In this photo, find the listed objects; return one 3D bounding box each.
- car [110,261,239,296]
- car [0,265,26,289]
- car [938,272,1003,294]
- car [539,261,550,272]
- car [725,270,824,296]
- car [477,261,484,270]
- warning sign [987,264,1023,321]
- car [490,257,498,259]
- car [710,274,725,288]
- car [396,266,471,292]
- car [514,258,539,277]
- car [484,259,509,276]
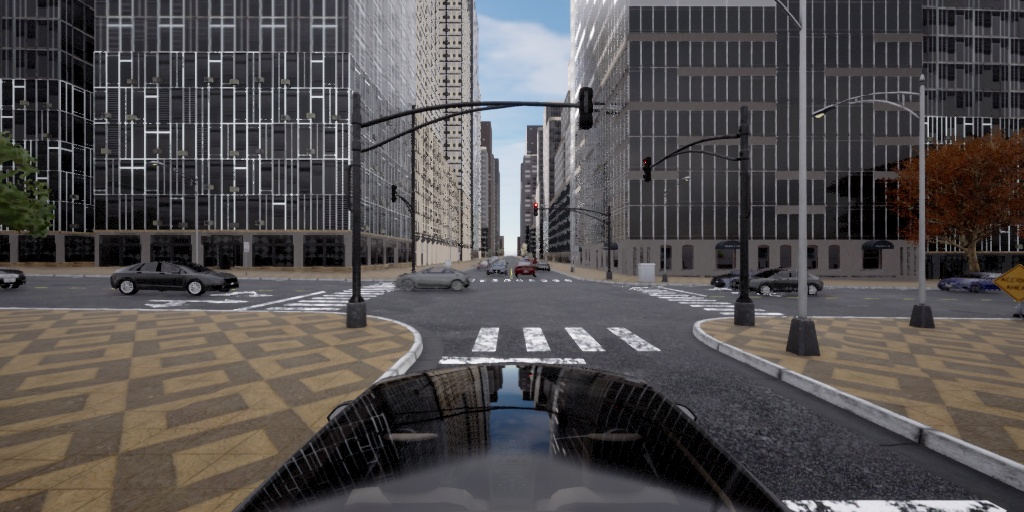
[{"bbox_3d":[-15.514,0.995,16.668,4.892,1.490,1.837,1,0,-3],"label":"car"},{"bbox_3d":[-25.297,0.802,16.213,4.902,1.511,2.128,1,0,-3],"label":"car"},{"bbox_3d":[33.464,1.901,25.669,4.674,1.442,1.812,1,0,-3],"label":"car"},{"bbox_3d":[3.903,1.329,45.995,1.948,1.339,4.313,0,0,0],"label":"car"},{"bbox_3d":[15.959,1.565,21.606,4.892,1.490,1.837,0,0,-4],"label":"car"},{"bbox_3d":[-4.053,1.343,51.484,1.802,1.307,4.207,0,0,0],"label":"car"},{"bbox_3d":[17.269,1.204,12.200,1.060,1.860,1.300,0,0,-3],"label":"warning sign"},{"bbox_3d":[-1.562,1.268,47.389,1.837,1.490,4.892,0,0,0],"label":"car"},{"bbox_3d":[16.157,1.628,24.862,4.181,1.385,1.994,1,0,-3],"label":"car"},{"bbox_3d":[-4.464,1.287,20.652,4.181,1.385,1.994,1,-1,-3],"label":"car"},{"bbox_3d":[1.253,1.245,35.247,1.882,1.535,5.008,0,0,0],"label":"car"},{"bbox_3d":[-1.516,1.331,37.060,1.994,1.385,4.181,0,0,0],"label":"car"}]
